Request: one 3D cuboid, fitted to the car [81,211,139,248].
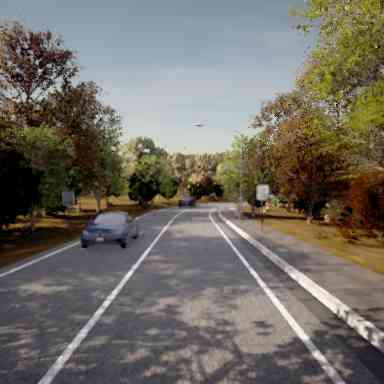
[{"bbox_3d":[-3.595,1.620,15.318,1.812,1.442,4.674,0,0,0],"label":"car"}]

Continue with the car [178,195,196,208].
[{"bbox_3d":[-0.783,1.591,56.640,2.150,2.045,5.566,1,0,12],"label":"car"}]
